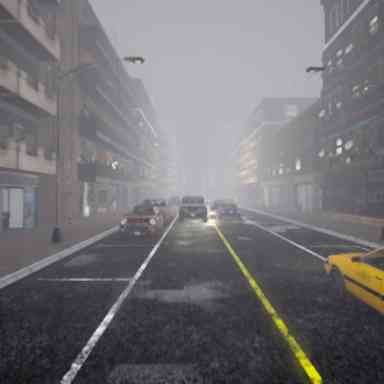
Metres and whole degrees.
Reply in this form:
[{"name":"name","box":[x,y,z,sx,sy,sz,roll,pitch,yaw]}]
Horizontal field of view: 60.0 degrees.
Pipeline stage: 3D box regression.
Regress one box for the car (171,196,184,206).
[{"name":"car","box":[-2.499,1.539,57.469,1.967,1.590,4.097,0,0,0]}]

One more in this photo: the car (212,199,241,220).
[{"name":"car","box":[3.134,1.617,29.072,2.033,1.411,5.357,0,0,1]}]

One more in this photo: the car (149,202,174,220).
[{"name":"car","box":[-2.597,1.629,29.288,1.802,1.307,4.206,0,0,0]}]

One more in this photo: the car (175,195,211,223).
[{"name":"car","box":[0.083,1.274,26.359,2.150,2.045,5.566,0,0,0]}]

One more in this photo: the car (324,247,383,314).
[{"name":"car","box":[3.911,1.482,5.494,1.801,1.575,5.366,0,0,0]}]

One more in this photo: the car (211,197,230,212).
[{"name":"car","box":[3.140,1.639,40.912,2.033,1.411,5.357,0,0,1]}]

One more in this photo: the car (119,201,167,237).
[{"name":"car","box":[-2.635,1.466,18.016,1.967,1.590,4.097,0,0,0]}]

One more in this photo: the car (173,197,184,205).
[{"name":"car","box":[-2.480,1.654,63.106,1.887,1.381,4.507,0,0,0]}]

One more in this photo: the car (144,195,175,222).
[{"name":"car","box":[-2.614,1.352,23.652,2.192,1.841,5.009,0,0,0]}]
